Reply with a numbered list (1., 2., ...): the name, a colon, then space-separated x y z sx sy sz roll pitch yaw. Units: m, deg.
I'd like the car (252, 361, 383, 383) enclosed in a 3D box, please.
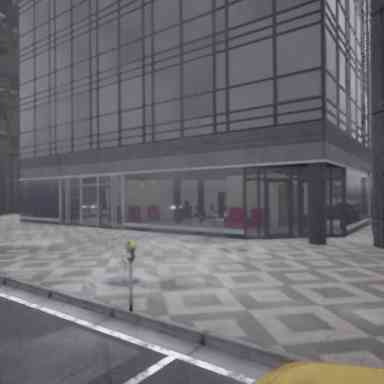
1. car: 2.282 1.513 1.335 4.829 1.417 1.752 -1 0 36
